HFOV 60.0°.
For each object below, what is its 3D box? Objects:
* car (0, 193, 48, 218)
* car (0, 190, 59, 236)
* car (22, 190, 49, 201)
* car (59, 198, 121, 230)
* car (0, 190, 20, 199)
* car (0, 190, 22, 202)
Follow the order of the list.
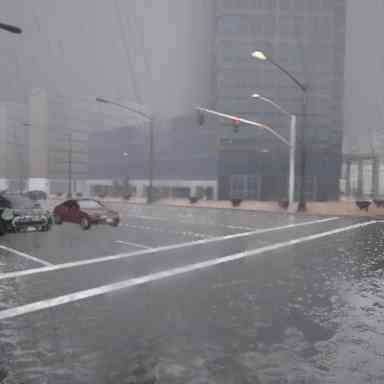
[{"bbox_3d":[-12.530,0.881,24.027,4.902,1.511,2.128,1,1,43],"label":"car"},{"bbox_3d":[-8.343,0.920,15.402,4.553,1.767,2.097,1,1,43],"label":"car"},{"bbox_3d":[-22.574,0.476,47.820,4.892,1.490,1.837,1,1,43],"label":"car"},{"bbox_3d":[-5.718,1.076,17.744,4.674,1.442,1.812,1,1,43],"label":"car"},{"bbox_3d":[-30.250,0.348,54.890,4.674,1.442,1.812,1,1,43],"label":"car"},{"bbox_3d":[-24.940,0.524,45.238,4.674,1.442,1.812,1,1,43],"label":"car"}]
